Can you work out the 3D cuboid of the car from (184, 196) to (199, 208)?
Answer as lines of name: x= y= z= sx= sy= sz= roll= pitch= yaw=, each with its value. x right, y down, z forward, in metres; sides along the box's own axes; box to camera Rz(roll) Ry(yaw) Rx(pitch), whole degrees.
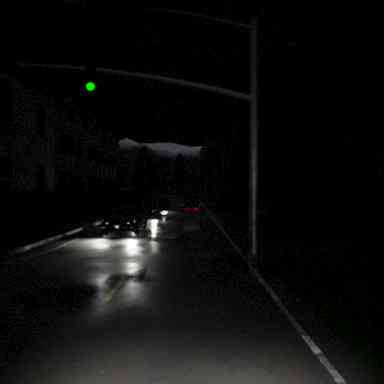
car: x=-0.045 y=1.289 z=44.386 sx=2.128 sy=1.511 sz=4.902 roll=0 pitch=0 yaw=0

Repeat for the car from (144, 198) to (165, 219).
car: x=-3.618 y=1.376 z=27.929 sx=1.837 sy=1.490 sz=4.892 roll=0 pitch=1 yaw=0

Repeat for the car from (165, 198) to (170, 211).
car: x=-3.592 y=1.371 z=38.715 sx=2.033 sy=1.411 sz=5.357 roll=0 pitch=0 yaw=0

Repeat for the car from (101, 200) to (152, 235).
car: x=-3.611 y=1.420 z=18.431 sx=1.837 sy=1.490 sz=4.892 roll=0 pitch=0 yaw=0
